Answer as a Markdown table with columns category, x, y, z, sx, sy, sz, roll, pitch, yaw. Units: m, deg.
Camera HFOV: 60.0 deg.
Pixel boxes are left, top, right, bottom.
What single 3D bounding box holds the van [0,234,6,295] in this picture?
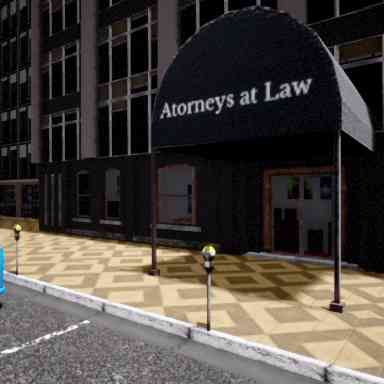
| category | x | y | z | sx | sy | sz | roll | pitch | yaw |
| --- | --- | --- | --- | --- | --- | --- | --- | --- | --- |
| van | -5.467 | 1.341 | 6.796 | 3.998 | 1.788 | 1.690 | 0 | 0 | 36 |
